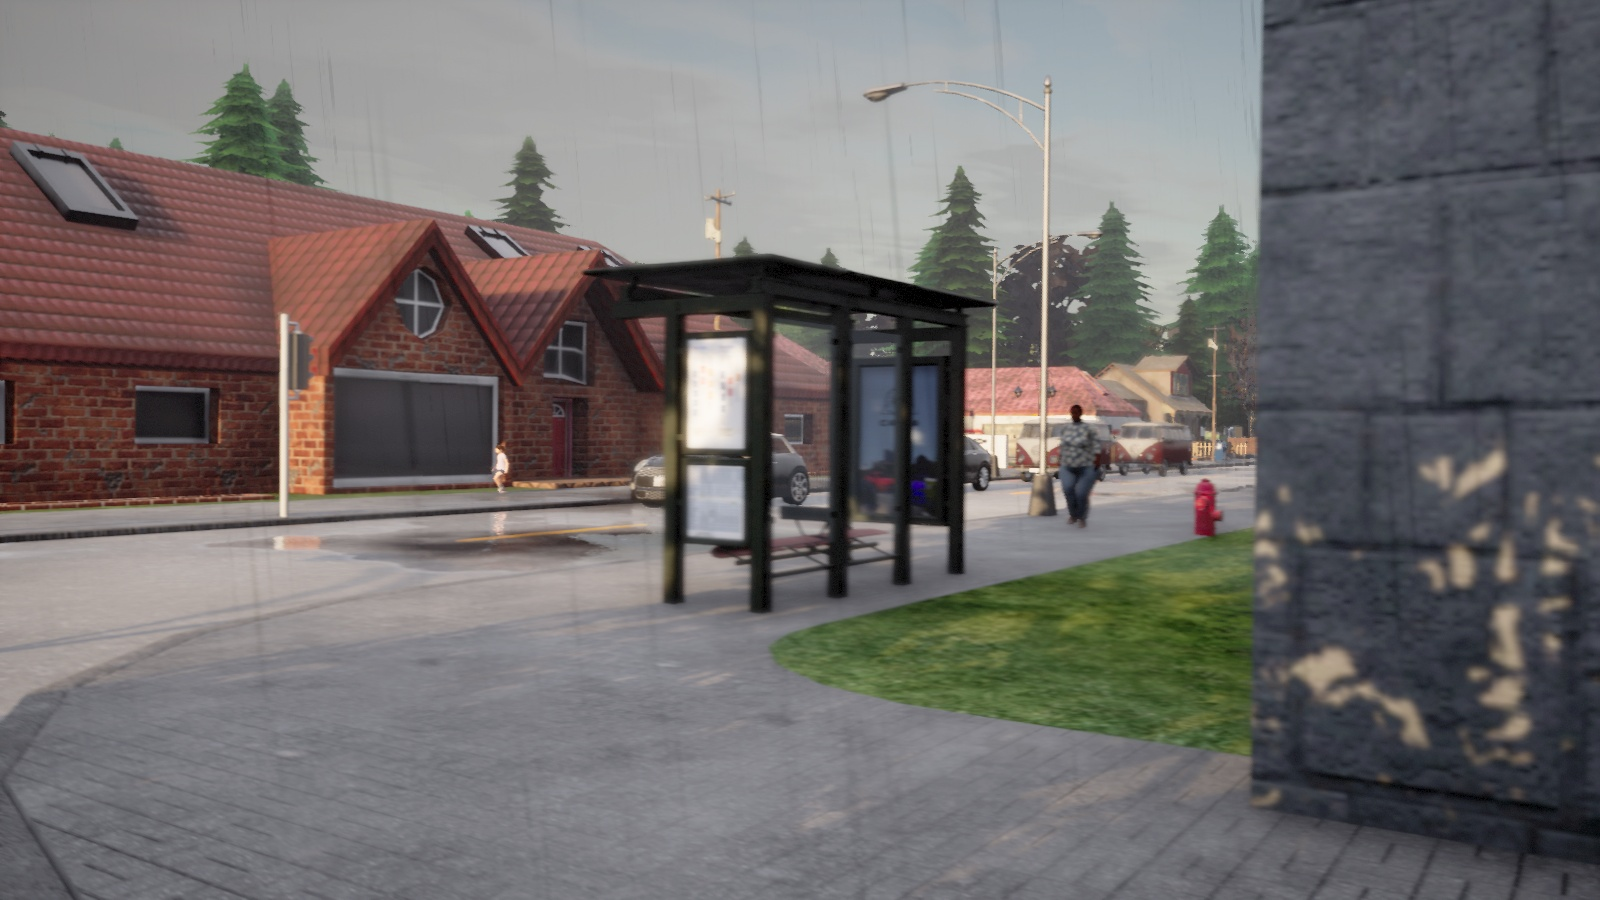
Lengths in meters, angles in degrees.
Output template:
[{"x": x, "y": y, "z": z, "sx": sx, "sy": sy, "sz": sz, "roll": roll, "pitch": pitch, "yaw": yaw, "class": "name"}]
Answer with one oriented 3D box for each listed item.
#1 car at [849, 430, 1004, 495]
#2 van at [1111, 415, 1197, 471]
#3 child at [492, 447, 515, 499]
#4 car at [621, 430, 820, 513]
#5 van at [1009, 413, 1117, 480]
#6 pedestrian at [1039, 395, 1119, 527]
[{"x": 3.297, "y": 0.263, "z": 31.897, "sx": 1.837, "sy": 1.490, "sz": 4.892, "roll": 0, "pitch": 1, "yaw": 34, "class": "car"}, {"x": 13.258, "y": -0.283, "z": 46.872, "sx": 1.775, "sy": 1.987, "sz": 4.442, "roll": 0, "pitch": 1, "yaw": 34, "class": "van"}, {"x": -6.419, "y": 0.497, "z": 27.211, "sx": 0.394, "sy": 1.110, "sz": 0.255, "roll": -1, "pitch": 1, "yaw": -40, "class": "child"}, {"x": -1.482, "y": 0.366, "z": 24.690, "sx": 1.970, "sy": 1.475, "sz": 3.806, "roll": 0, "pitch": 1, "yaw": 34, "class": "car"}, {"x": 8.333, "y": -0.138, "z": 39.467, "sx": 1.775, "sy": 1.987, "sz": 4.442, "roll": 0, "pitch": 1, "yaw": 34, "class": "van"}, {"x": 4.082, "y": 0.150, "z": 18.351, "sx": 0.874, "sy": 1.855, "sz": 0.900, "roll": 0, "pitch": 1, "yaw": 33, "class": "pedestrian"}]
